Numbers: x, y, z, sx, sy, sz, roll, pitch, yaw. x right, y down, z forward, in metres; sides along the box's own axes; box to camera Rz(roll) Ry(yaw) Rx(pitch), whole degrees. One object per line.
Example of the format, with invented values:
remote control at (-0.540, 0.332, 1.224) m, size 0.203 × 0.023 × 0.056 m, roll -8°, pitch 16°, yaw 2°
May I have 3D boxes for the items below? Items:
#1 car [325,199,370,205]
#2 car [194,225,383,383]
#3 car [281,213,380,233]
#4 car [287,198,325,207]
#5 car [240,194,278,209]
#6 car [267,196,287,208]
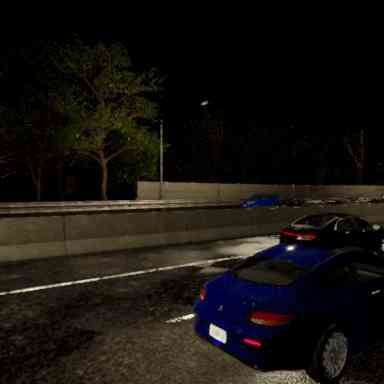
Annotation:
car at (15.528, 1.483, 32.271) m, size 4.902 × 1.511 × 2.128 m, roll 0°, pitch 0°, yaw -35°
car at (2.189, 1.523, 5.332) m, size 4.674 × 1.442 × 1.812 m, roll 0°, pitch 0°, yaw -35°
car at (5.170, 1.500, 11.745) m, size 4.892 × 1.490 × 1.837 m, roll 0°, pitch 0°, yaw -35°
car at (12.292, 1.592, 34.266) m, size 4.718 × 1.301 × 1.895 m, roll 0°, pitch 0°, yaw -35°
car at (8.280, 1.214, 39.810) m, size 5.566 × 2.045 × 2.150 m, roll 0°, pitch 0°, yaw -37°
car at (11.203, 1.497, 37.784) m, size 4.892 × 1.490 × 1.837 m, roll 0°, pitch 0°, yaw -35°
